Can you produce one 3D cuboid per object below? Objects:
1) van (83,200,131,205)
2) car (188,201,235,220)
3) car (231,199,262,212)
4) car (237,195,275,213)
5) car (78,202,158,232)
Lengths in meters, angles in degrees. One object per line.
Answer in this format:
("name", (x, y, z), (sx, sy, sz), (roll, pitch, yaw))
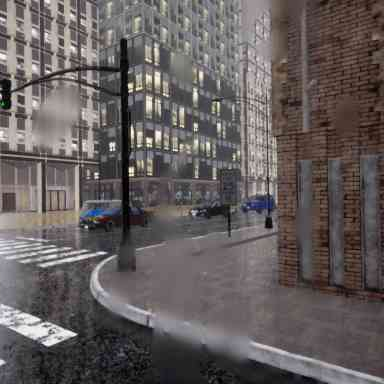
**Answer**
("van", (-6.000, 1.460, 23.471), (1.690, 1.788, 3.998), (-2, -1, 36))
("car", (1.598, 1.578, 29.626), (2.128, 1.511, 4.902), (-1, -1, 36))
("car", (6.829, 1.688, 41.384), (1.752, 1.417, 4.829), (-2, -1, 36))
("car", (7.687, 1.329, 38.121), (2.150, 2.045, 5.566), (-1, -1, 36))
("car", (-4.482, 1.614, 21.136), (2.033, 1.411, 5.357), (-1, -1, 36))
